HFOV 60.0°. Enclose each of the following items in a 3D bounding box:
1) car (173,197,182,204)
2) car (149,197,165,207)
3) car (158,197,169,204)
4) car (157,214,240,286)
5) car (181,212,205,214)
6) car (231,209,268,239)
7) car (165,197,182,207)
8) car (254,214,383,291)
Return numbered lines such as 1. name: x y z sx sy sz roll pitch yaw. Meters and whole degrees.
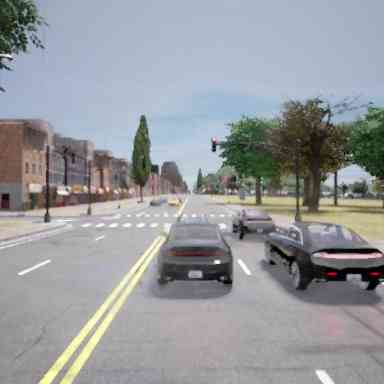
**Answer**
1. car: -3.254 1.874 75.372 1.994 1.385 4.181 0 0 0
2. car: -6.560 1.932 60.071 1.994 1.385 4.181 0 0 0
3. car: -6.504 1.860 75.677 2.033 1.411 5.357 0 0 0
4. car: 0.081 1.590 9.667 1.837 1.490 4.892 0 -1 0
5. car: 0.051 1.808 18.990 1.895 1.301 4.718 0 -1 0
6. car: 3.296 1.692 18.454 2.128 1.511 4.902 0 -1 0
7. car: -3.310 1.846 60.061 1.882 1.535 5.008 0 0 0
8. car: 3.330 1.573 9.245 2.128 1.511 4.902 0 -1 0
